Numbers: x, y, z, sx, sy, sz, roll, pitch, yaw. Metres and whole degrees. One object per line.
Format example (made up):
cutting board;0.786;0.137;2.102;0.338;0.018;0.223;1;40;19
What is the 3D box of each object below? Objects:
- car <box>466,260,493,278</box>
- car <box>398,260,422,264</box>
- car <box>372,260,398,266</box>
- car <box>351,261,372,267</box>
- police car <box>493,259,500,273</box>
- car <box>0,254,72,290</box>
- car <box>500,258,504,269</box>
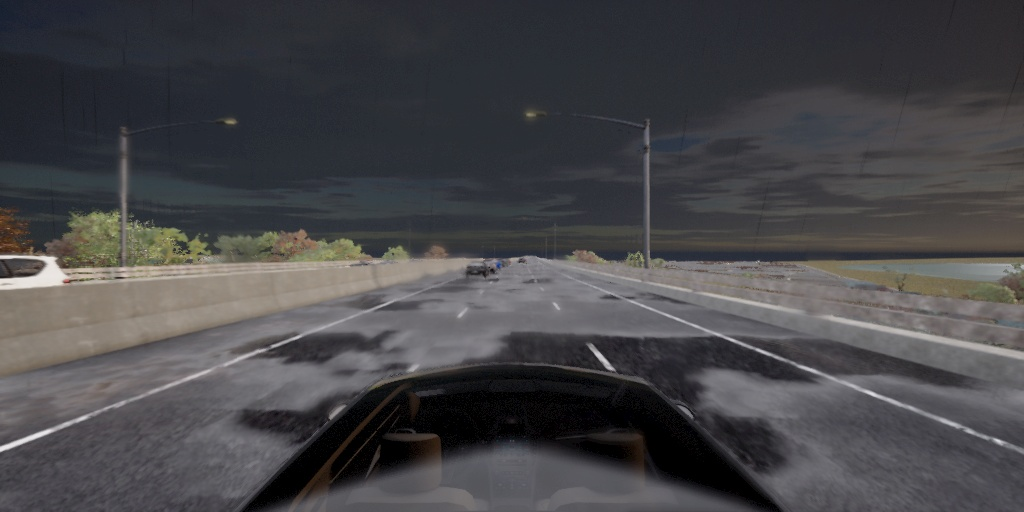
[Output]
car;-3.221;1.257;34.411;1.882;1.535;5.008;0;0;1
car;-13.427;1.276;49.360;2.128;1.511;4.902;0;0;2
car;-16.928;1.270;49.494;2.128;1.511;4.902;0;0;2
car;-20.425;1.373;49.601;1.895;1.301;4.718;0;0;2
police car;-2.987;1.304;45.377;2.038;1.542;4.974;0;0;1
car;-14.082;0.954;8.242;2.150;2.045;5.566;0;0;0
car;-2.684;1.302;56.340;1.882;1.535;5.008;0;0;2
